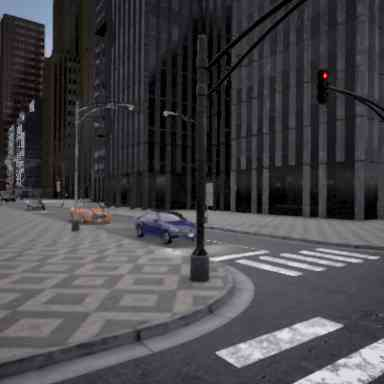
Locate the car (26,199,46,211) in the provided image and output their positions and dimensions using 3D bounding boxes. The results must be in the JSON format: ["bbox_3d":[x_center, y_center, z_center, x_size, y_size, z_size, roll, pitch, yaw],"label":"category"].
[{"bbox_3d":[-20.949,1.761,44.594,1.837,1.490,4.892,1,-1,-35],"label":"car"}]

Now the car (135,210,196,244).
[{"bbox_3d":[-1.323,1.682,16.902,1.812,1.442,4.674,1,-1,-34],"label":"car"}]

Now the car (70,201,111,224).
[{"bbox_3d":[-8.132,1.544,26.460,2.097,1.767,4.553,1,-1,-35],"label":"car"}]
